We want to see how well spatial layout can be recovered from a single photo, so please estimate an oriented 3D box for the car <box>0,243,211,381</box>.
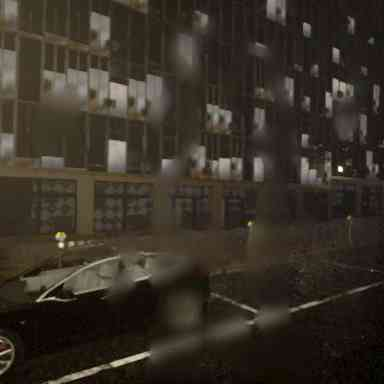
[{"bbox_3d":[-1.639,1.585,5.379,4.313,1.339,1.947,1,0,-35],"label":"car"}]
